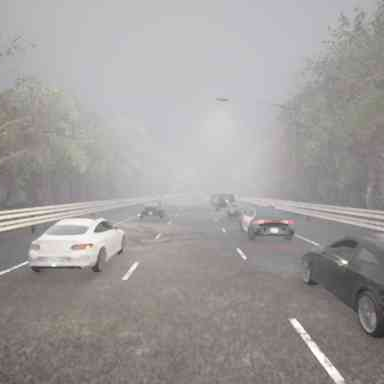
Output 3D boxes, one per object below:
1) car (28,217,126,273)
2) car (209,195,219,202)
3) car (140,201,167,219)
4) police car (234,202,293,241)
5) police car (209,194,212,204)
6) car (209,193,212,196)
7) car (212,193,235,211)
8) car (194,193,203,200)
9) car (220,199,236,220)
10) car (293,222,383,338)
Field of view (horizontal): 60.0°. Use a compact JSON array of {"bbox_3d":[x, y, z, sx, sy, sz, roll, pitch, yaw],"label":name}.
[{"bbox_3d":[-3.365,1.508,10.438,1.812,1.442,4.674,0,0,0],"label":"car"},{"bbox_3d":[4.723,1.412,71.540,2.033,1.411,5.357,0,0,2],"label":"car"},{"bbox_3d":[-3.211,1.477,28.212,1.812,1.442,4.674,0,0,1],"label":"car"},{"bbox_3d":[3.571,1.479,16.778,2.038,1.542,4.974,0,0,0],"label":"police car"},{"bbox_3d":[4.094,1.416,49.639,2.038,1.542,4.974,0,0,1],"label":"police car"},{"bbox_3d":[4.381,1.109,60.619,2.150,2.045,5.566,0,0,2],"label":"car"},{"bbox_3d":[3.864,1.155,38.716,2.150,2.045,5.566,0,0,1],"label":"car"},{"bbox_3d":[1.536,1.288,80.876,1.895,1.301,4.718,0,0,2],"label":"car"},{"bbox_3d":[3.689,1.555,27.762,1.895,1.301,4.718,0,0,1],"label":"car"},{"bbox_3d":[3.619,1.516,6.451,1.812,1.442,4.674,0,0,0],"label":"car"}]
